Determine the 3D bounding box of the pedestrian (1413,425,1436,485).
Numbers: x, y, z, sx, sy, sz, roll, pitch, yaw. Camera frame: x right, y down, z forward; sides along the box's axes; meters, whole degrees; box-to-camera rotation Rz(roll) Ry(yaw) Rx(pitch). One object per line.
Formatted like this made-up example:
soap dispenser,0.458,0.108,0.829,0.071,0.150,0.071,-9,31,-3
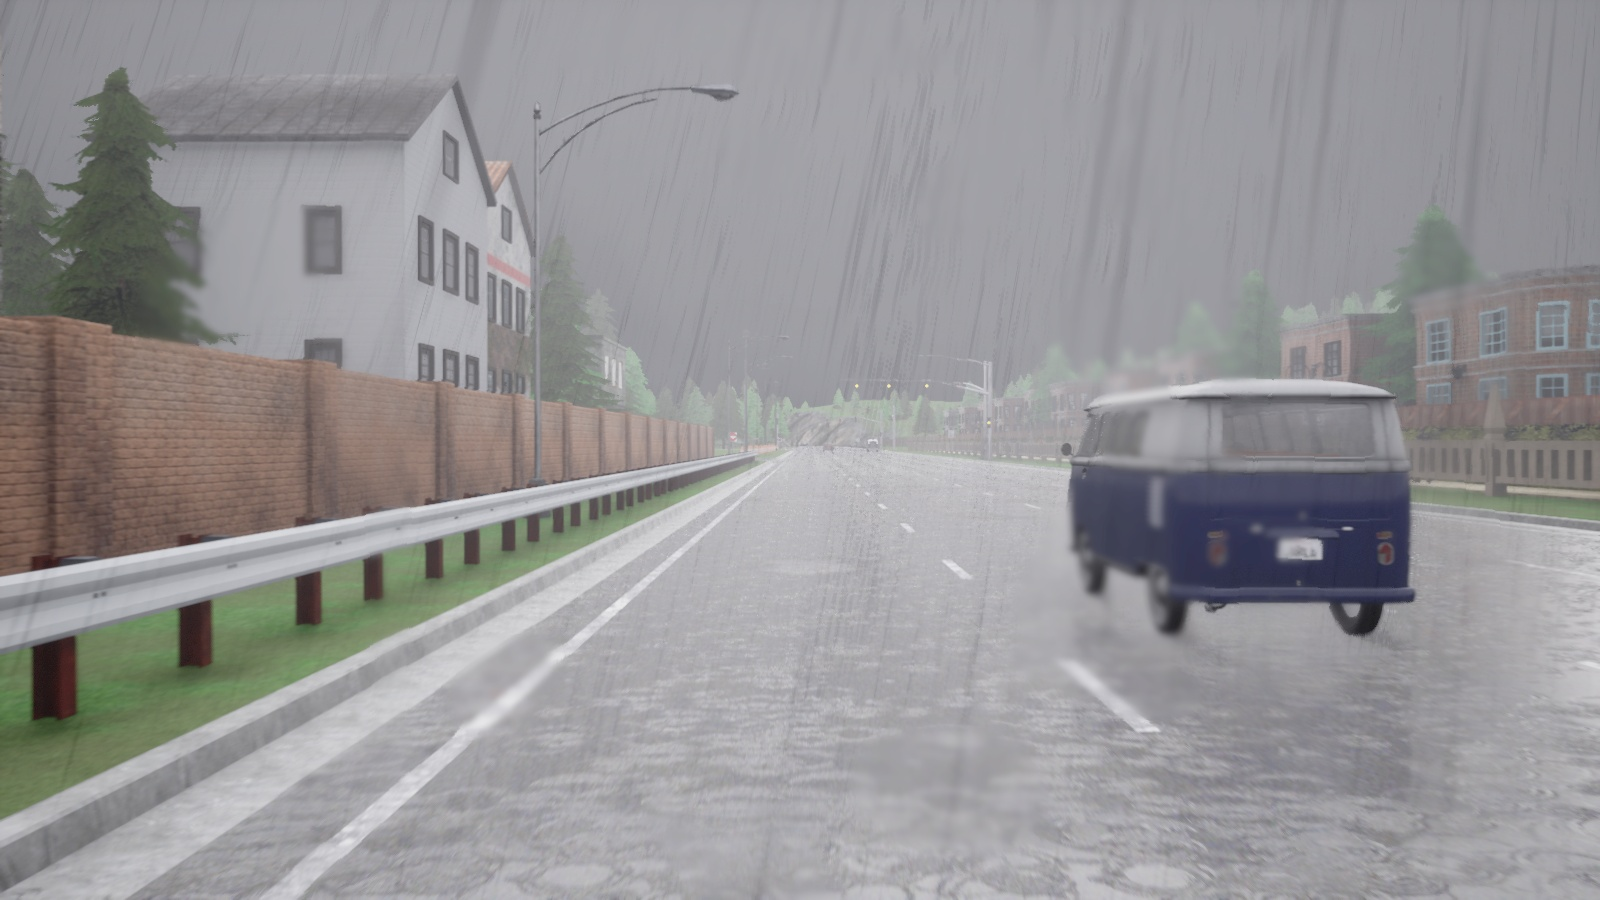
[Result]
pedestrian,19.381,0.151,38.984,0.376,1.854,0.720,0,0,0

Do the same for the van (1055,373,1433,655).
van,3.579,0.440,11.069,1.775,1.987,4.442,0,0,0
